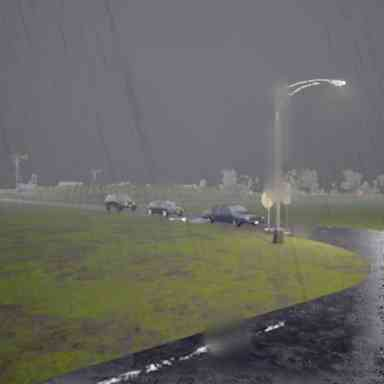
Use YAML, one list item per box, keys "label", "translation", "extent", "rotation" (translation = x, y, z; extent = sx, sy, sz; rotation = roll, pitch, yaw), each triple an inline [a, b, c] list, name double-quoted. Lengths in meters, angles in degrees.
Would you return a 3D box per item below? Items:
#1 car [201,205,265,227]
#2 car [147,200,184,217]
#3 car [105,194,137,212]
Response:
- label: "car"
  translation: [2.807, 1.632, 24.069]
  extent: [2.033, 1.411, 5.357]
  rotation: [0, 0, -33]
- label: "car"
  translation: [-2.640, 1.588, 32.292]
  extent: [1.837, 1.490, 4.892]
  rotation: [0, 0, -35]
- label: "car"
  translation: [-8.859, 1.300, 40.975]
  extent: [2.150, 2.045, 5.566]
  rotation: [0, 0, -37]
